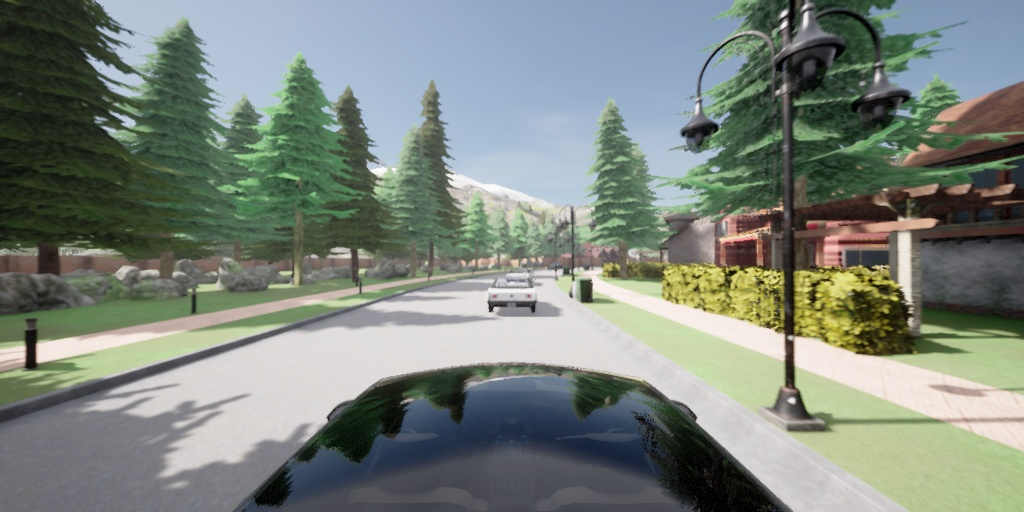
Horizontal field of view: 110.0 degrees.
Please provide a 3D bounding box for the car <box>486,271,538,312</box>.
[{"bbox_3d":[0.020,1.497,15.051,1.895,1.301,4.718,0,-1,1],"label":"car"}]

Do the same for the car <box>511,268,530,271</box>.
[{"bbox_3d":[0.749,1.658,29.845,1.895,1.301,4.718,0,-1,7],"label":"car"}]
